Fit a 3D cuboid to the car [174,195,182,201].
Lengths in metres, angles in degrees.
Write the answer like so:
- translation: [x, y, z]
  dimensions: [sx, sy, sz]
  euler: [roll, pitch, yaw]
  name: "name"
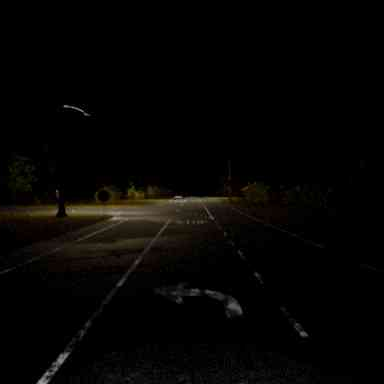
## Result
- translation: [-3.416, 1.444, 81.744]
  dimensions: [1.895, 1.301, 4.718]
  euler: [0, 0, 0]
  name: "car"
